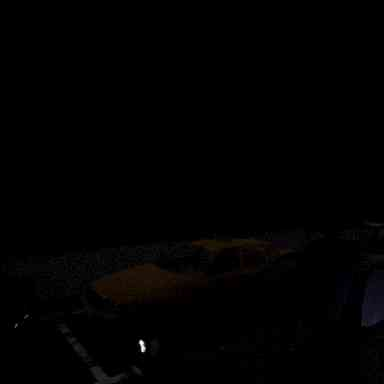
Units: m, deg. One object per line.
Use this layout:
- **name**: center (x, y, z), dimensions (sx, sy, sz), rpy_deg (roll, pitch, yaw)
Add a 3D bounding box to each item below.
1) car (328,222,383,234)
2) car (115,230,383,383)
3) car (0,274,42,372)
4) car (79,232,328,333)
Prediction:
- **car**: center (4.930, 1.565, 9.689), dimensions (4.206, 1.307, 1.802), rpy_deg (0, 0, -35)
- **car**: center (1.939, 1.540, 4.447), dimensions (5.357, 1.411, 2.033), rpy_deg (0, 0, -35)
- **car**: center (-3.893, 1.567, 3.416), dimensions (4.313, 1.339, 1.947), rpy_deg (0, 0, -35)
- **car**: center (0.380, 1.518, 6.454), dimensions (4.829, 1.417, 1.752), rpy_deg (0, 0, -35)
